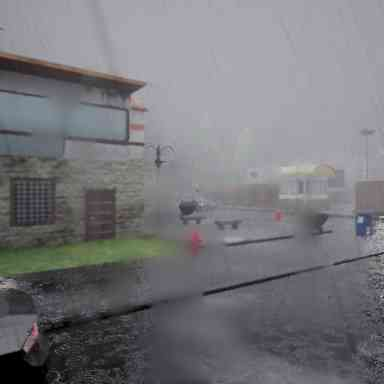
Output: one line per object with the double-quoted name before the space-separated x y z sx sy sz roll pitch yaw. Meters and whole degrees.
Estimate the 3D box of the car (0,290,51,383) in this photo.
"car" -3.536 1.496 2.075 4.902 1.511 2.128 0 0 -35

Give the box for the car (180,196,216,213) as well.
"car" 0.604 1.292 36.560 2.097 1.767 4.553 0 0 -35
